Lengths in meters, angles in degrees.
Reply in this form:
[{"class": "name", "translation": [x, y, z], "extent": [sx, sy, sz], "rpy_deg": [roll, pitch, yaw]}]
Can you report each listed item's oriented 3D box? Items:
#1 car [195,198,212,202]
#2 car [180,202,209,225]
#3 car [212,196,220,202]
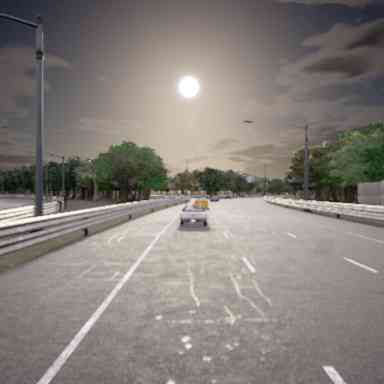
[{"class": "car", "translation": [1.415, 1.575, 47.536], "extent": [1.882, 1.535, 5.008], "rpy_deg": [0, 0, 5]}, {"class": "car", "translation": [0.163, 1.647, 24.710], "extent": [1.895, 1.301, 4.718], "rpy_deg": [0, 0, 1]}, {"class": "car", "translation": [5.912, 1.731, 83.359], "extent": [1.994, 1.385, 4.181], "rpy_deg": [0, 0, 10]}]
